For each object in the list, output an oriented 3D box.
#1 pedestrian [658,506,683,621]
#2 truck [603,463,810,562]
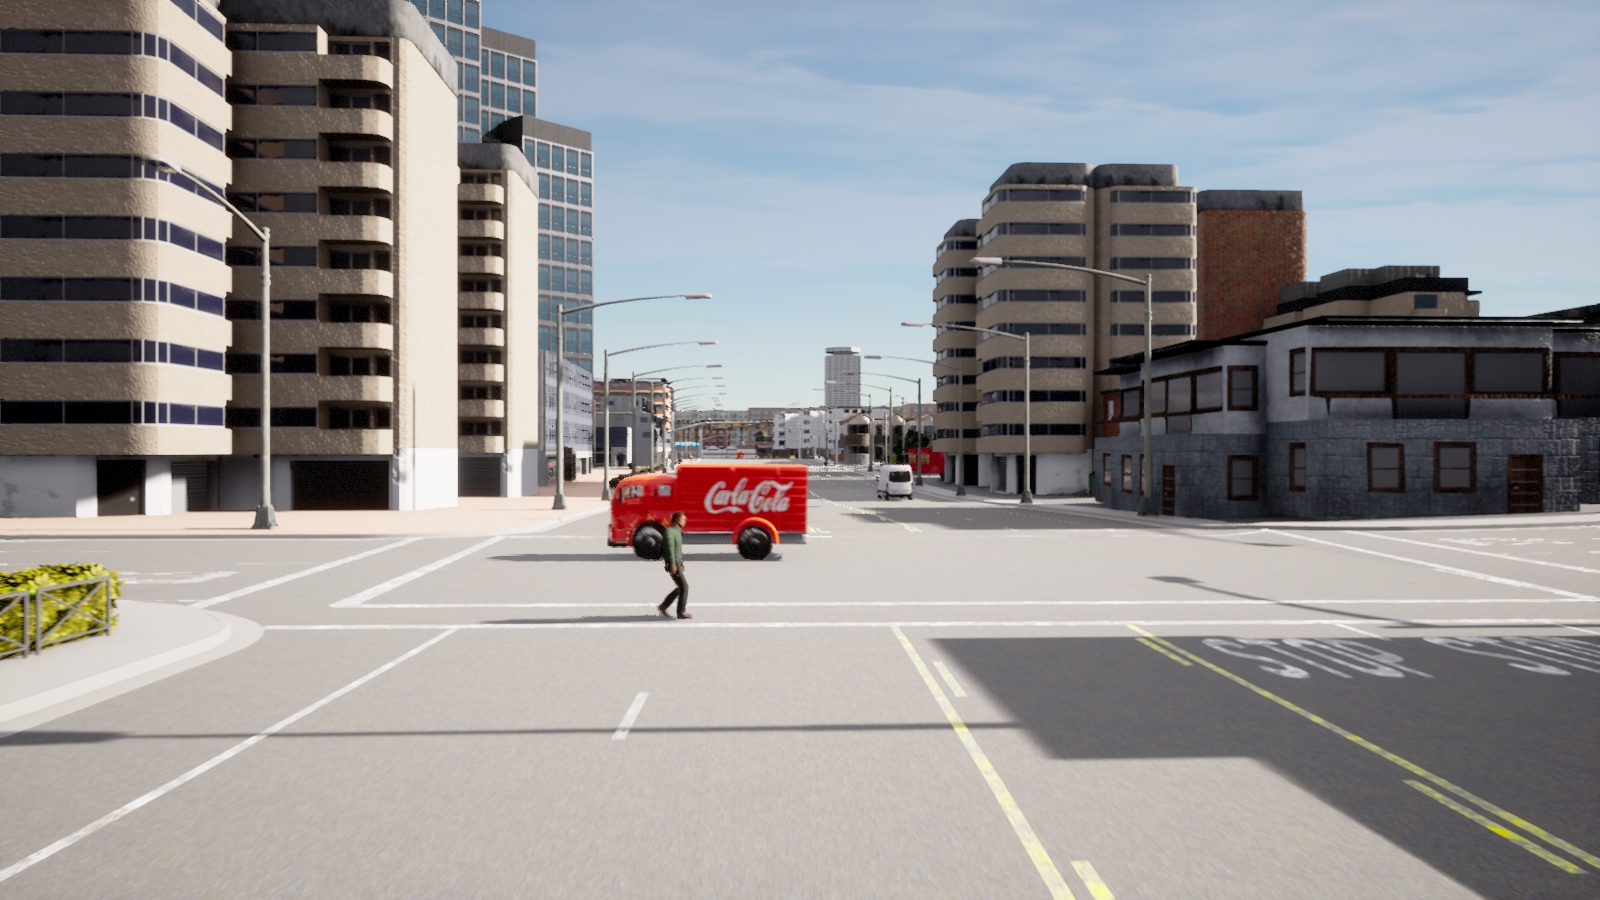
[{"bbox_3d":[-2.121,1.851,18.743,0.375,1.860,0.375,0,0,-2],"label":"pedestrian"},{"bbox_3d":[-2.401,1.598,30.219,5.204,2.467,2.627,0,0,-2],"label":"truck"}]
